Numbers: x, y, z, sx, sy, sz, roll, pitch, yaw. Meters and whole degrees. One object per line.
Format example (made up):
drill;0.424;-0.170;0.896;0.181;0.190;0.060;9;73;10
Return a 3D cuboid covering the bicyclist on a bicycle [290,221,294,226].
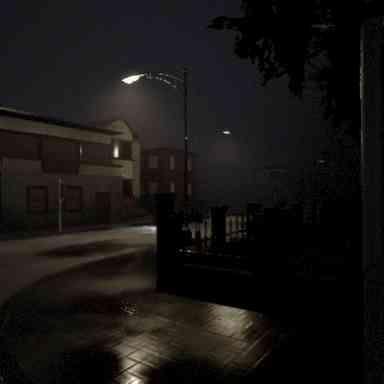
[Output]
bicyclist on a bicycle;5.043;1.418;18.869;1.656;1.620;0.582;-1;0;35

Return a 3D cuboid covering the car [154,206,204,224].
car;-0.906;1.721;24.965;1.994;1.385;4.181;-1;0;36
